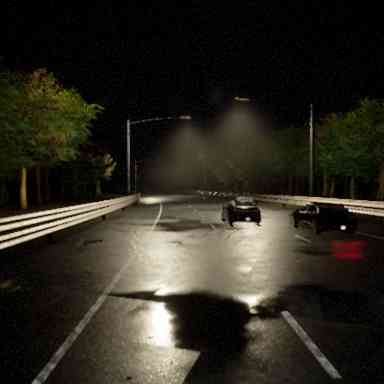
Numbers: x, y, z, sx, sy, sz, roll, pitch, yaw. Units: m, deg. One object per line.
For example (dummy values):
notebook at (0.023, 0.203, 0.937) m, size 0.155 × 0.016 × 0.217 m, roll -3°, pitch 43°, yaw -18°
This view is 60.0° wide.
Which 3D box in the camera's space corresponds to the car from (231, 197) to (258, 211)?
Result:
car at (5.537, 1.198, 35.760) m, size 1.895 × 1.301 × 4.718 m, roll 0°, pitch 1°, yaw -5°

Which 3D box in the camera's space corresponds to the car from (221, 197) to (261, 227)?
car at (2.990, 1.257, 20.892) m, size 2.128 × 1.511 × 4.902 m, roll 0°, pitch 1°, yaw -3°

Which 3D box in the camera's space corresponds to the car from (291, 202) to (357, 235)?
car at (6.656, 1.306, 17.271) m, size 1.837 × 1.490 × 4.892 m, roll 0°, pitch 1°, yaw -2°
